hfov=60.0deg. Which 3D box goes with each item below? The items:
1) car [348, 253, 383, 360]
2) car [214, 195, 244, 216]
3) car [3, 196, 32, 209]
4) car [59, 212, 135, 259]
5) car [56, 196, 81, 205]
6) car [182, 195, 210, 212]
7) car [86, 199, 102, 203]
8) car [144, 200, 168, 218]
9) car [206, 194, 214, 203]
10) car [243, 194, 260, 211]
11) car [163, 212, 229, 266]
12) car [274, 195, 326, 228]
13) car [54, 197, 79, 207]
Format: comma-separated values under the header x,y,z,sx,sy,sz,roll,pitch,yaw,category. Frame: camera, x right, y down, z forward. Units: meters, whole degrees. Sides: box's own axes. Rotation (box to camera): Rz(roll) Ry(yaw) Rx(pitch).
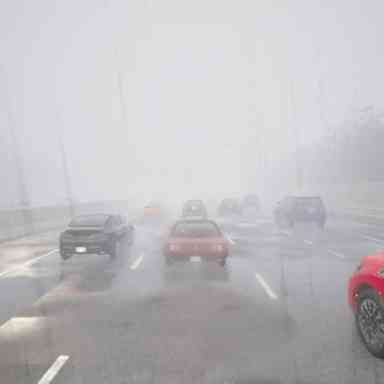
x,y,z,sx,sy,sz,roll,pitch,yaw,category
3.501,1.222,2.807,2.150,2.045,5.566,0,0,0,car
3.625,1.393,33.492,2.097,1.767,4.553,0,0,0,car
-24.331,1.412,46.553,2.097,1.767,4.553,0,0,1,car
-3.379,1.511,12.562,1.837,1.490,4.892,0,0,0,car
-17.333,1.413,46.723,2.097,1.767,4.553,0,0,1,car
0.197,1.384,29.167,2.097,1.767,4.553,0,0,0,car
-13.821,1.629,47.720,1.994,1.385,4.181,0,0,1,car
-3.291,1.513,30.923,1.882,1.535,5.008,0,0,0,car
3.993,1.656,68.060,1.994,1.385,4.181,0,0,1,car
7.301,1.281,42.896,2.150,2.045,5.566,0,0,1,car
0.118,1.607,11.592,1.895,1.301,4.718,0,0,0,car
7.116,1.241,22.393,2.150,2.045,5.566,0,0,1,car
-20.719,1.564,55.076,2.128,1.511,4.902,0,0,1,car
